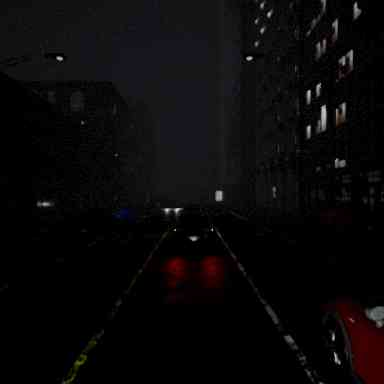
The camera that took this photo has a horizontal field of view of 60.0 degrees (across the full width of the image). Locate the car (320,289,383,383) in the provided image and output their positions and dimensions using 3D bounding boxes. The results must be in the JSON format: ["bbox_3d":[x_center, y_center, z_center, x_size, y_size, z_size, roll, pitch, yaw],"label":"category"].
[{"bbox_3d":[2.690,1.458,2.918,1.967,1.590,4.097,0,0,0],"label":"car"}]

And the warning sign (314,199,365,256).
[{"bbox_3d":[5.068,1.183,11.510,1.300,1.860,1.060,0,0,0],"label":"warning sign"}]

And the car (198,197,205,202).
[{"bbox_3d":[2.695,2.145,93.294,1.947,1.339,4.313,0,0,0],"label":"car"}]

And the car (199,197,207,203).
[{"bbox_3d":[2.694,2.054,81.997,2.008,1.369,4.403,0,0,0],"label":"car"}]

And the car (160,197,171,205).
[{"bbox_3d":[-5.687,1.870,70.701,1.967,1.590,4.097,0,0,0],"label":"car"}]

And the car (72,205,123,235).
[{"bbox_3d":[-5.690,1.682,19.864,1.947,1.339,4.313,0,0,0],"label":"car"}]

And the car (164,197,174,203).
[{"bbox_3d":[-5.687,2.054,81.997,2.008,1.369,4.403,0,0,0],"label":"car"}]

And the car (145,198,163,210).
[{"bbox_3d":[-5.688,1.866,48.106,1.802,1.307,4.206,0,0,0],"label":"car"}]

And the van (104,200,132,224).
[{"bbox_3d":[-5.689,1.490,25.514,1.690,1.788,3.998,0,0,0],"label":"van"}]

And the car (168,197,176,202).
[{"bbox_3d":[-5.686,2.145,93.294,1.947,1.339,4.313,0,0,0],"label":"car"}]

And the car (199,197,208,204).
[{"bbox_3d":[2.694,1.906,76.348,1.967,1.590,4.097,0,0,0],"label":"car"}]

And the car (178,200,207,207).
[{"bbox_3d":[0.076,1.740,30.256,1.994,1.385,4.181,0,0,0],"label":"car"}]

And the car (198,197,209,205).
[{"bbox_3d":[2.693,1.956,70.870,1.752,1.417,4.829,0,0,0],"label":"car"}]

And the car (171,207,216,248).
[{"bbox_3d":[0.070,1.614,15.064,1.812,1.442,4.674,0,0,0],"label":"car"}]

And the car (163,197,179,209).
[{"bbox_3d":[-3.075,1.836,52.220,1.812,1.442,4.674,0,0,0],"label":"car"}]
